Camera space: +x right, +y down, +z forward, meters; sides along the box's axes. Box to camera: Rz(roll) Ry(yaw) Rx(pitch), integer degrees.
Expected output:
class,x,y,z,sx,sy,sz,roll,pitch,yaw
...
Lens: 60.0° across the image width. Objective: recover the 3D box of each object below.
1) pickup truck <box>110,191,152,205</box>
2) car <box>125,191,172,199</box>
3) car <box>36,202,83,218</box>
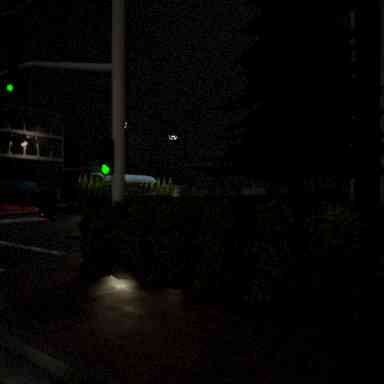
class,x,y,z,sx,sy,sz,roll,pitch,yaw
pickup truck,-9.762,0.950,53.389,6.274,2.098,2.390,0,0,-24
car,-4.044,1.158,32.815,2.150,2.045,5.566,0,0,35
car,-10.989,1.529,29.034,1.895,1.301,4.718,0,0,35
